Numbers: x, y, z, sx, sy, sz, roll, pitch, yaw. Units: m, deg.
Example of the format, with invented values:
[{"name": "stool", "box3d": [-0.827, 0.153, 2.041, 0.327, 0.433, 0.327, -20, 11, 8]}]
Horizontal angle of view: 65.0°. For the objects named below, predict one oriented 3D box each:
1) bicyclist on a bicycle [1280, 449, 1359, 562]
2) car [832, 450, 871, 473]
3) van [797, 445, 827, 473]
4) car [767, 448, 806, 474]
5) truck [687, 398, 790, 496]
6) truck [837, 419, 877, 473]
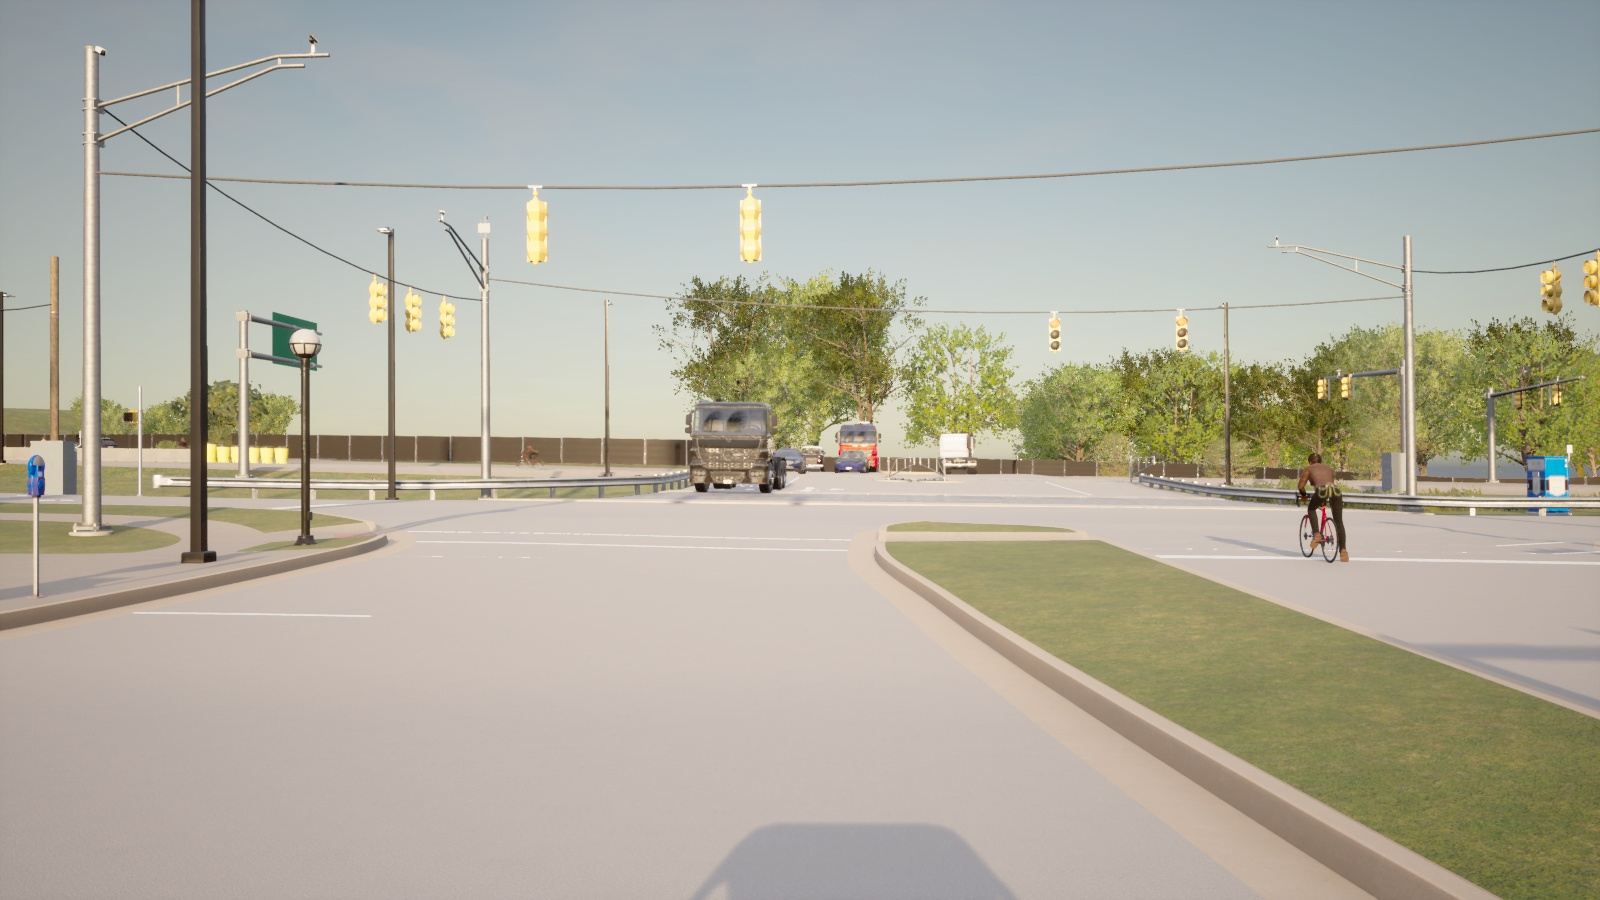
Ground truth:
[{"name": "bicyclist on a bicycle", "box3d": [7.829, 0.809, 18.989, 0.582, 1.620, 1.656, 0, 0, 4]}, {"name": "car", "box3d": [3.396, 0.751, 82.214, 2.163, 1.488, 4.792, 0, 0, 7]}, {"name": "van", "box3d": [0.968, 0.702, 96.776, 2.069, 2.038, 4.480, 0, -2, 4]}, {"name": "car", "box3d": [-0.701, 0.631, 70.529, 1.812, 1.442, 4.674, 0, -1, 4]}, {"name": "truck", "box3d": [-2.239, -0.133, 48.801, 2.891, 3.462, 7.936, 0, 0, 5]}, {"name": "truck", "box3d": [4.413, -0.230, 95.498, 2.891, 3.827, 8.468, 0, -2, 3]}]
